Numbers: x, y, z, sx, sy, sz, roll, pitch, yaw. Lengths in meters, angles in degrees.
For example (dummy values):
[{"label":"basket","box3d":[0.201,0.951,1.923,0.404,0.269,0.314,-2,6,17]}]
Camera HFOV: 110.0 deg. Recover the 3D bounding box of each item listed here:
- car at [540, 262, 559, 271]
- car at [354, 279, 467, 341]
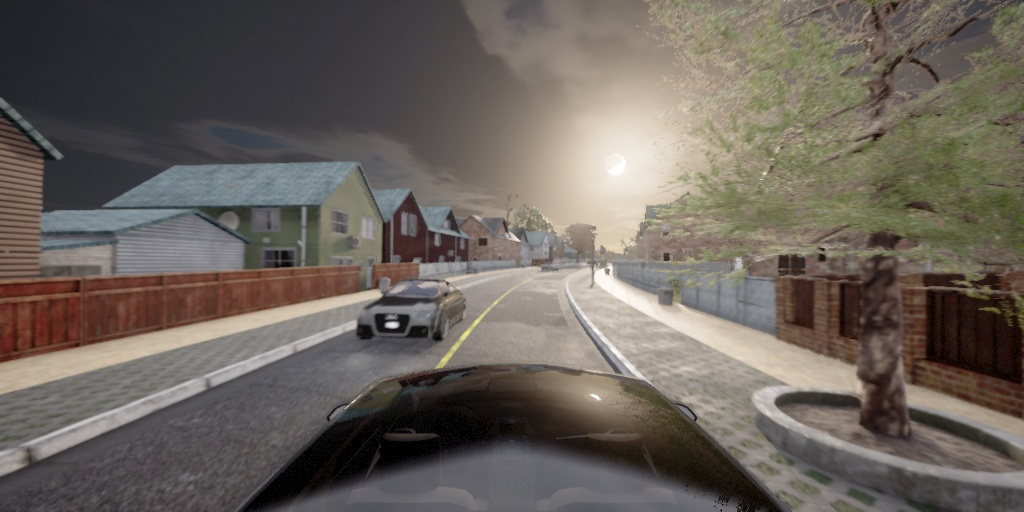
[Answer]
[{"label":"car","box3d":[5.435,1.453,51.401,1.895,1.301,4.718,0,0,18]},{"label":"car","box3d":[-2.506,1.326,9.834,1.994,1.385,4.181,0,0,4]}]
